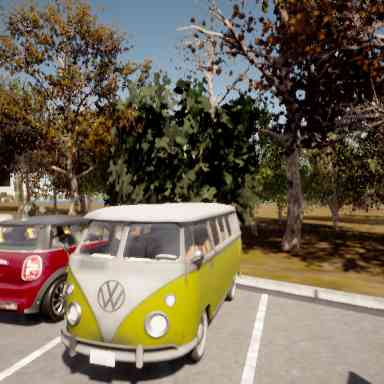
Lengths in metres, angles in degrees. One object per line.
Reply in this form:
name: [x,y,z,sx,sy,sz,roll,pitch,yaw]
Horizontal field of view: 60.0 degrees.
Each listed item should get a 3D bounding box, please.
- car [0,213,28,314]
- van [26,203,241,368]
car: [-2.689,1.303,7.446,2.185,1.767,4.553,0,-1,17]
van: [-0.314,1.202,5.622,1.878,1.987,4.442,1,-1,16]
